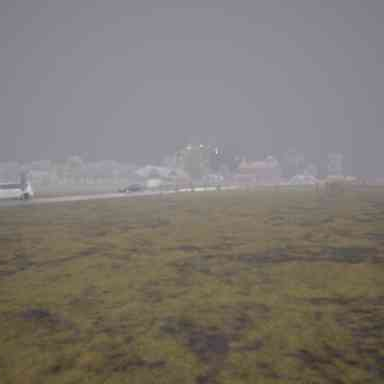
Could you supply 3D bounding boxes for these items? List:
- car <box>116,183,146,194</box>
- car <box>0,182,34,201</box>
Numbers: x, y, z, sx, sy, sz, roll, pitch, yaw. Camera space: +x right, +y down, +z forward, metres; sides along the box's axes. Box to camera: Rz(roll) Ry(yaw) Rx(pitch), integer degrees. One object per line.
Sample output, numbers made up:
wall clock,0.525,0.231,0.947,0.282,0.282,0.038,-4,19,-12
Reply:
car,-9.003,-0.560,49.267,1.837,1.490,4.892,1,4,36
car,-19.585,0.027,34.855,2.150,2.045,5.566,1,4,36
